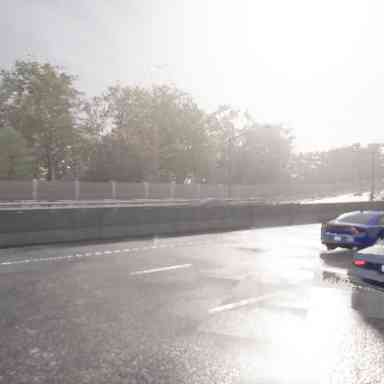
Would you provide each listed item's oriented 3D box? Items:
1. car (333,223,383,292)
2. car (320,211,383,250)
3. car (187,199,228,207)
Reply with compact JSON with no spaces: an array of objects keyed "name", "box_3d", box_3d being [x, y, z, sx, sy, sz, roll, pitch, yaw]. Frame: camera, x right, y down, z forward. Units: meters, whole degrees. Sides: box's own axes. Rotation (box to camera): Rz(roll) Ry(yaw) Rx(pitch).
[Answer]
[{"name":"car","box_3d":[5.878,1.550,7.938,5.357,1.411,2.033,0,0,-36]},{"name":"car","box_3d":[7.128,1.482,13.127,5.008,1.535,1.882,0,0,-36]},{"name":"car","box_3d":[1.957,1.557,39.703,5.357,1.411,2.033,0,0,-35]}]
